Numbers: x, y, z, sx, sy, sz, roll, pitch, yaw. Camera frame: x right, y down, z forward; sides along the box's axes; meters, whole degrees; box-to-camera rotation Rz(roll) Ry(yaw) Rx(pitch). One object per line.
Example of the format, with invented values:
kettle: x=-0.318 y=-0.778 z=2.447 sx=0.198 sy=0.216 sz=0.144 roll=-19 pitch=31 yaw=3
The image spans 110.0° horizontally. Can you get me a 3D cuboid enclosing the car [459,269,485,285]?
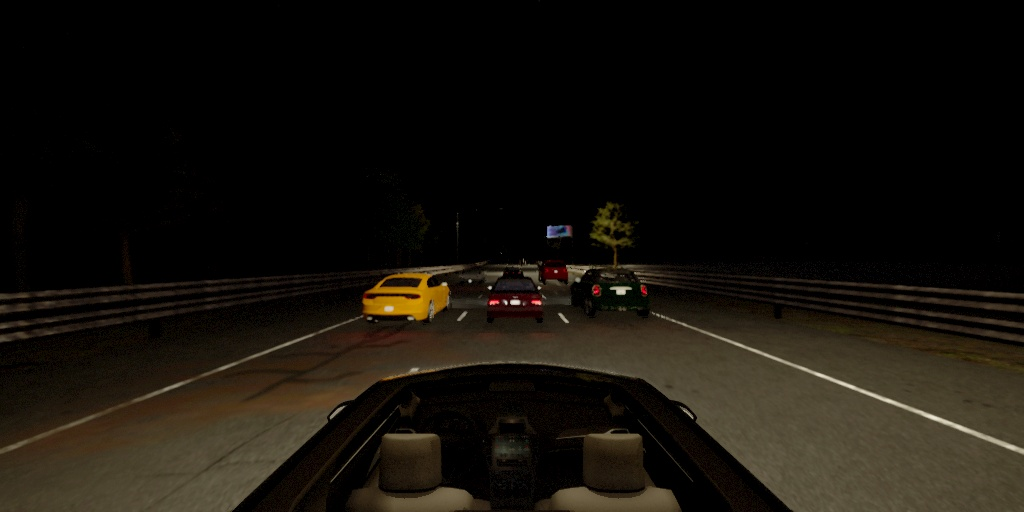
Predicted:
car: x=-3.397 y=1.788 z=31.379 sx=1.895 sy=1.301 sz=4.718 roll=0 pitch=-1 yaw=0

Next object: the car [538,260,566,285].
car: x=3.603 y=1.417 z=31.917 sx=2.150 sy=2.045 sz=5.566 roll=0 pitch=-1 yaw=0

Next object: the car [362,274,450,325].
car: x=-3.409 y=1.349 z=12.422 sx=1.882 sy=1.535 sz=5.008 roll=0 pitch=-1 yaw=0

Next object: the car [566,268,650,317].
car: x=3.593 y=1.247 z=13.935 sx=2.097 sy=1.767 sz=4.553 roll=0 pitch=-1 yaw=0

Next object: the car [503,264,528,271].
car: x=0.103 y=1.704 z=32.888 sx=2.128 sy=1.511 sz=4.902 roll=0 pitch=-1 yaw=0

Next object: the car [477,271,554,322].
car: x=0.097 y=1.424 z=12.806 sx=2.033 sy=1.411 sz=5.357 roll=0 pitch=-1 yaw=0
